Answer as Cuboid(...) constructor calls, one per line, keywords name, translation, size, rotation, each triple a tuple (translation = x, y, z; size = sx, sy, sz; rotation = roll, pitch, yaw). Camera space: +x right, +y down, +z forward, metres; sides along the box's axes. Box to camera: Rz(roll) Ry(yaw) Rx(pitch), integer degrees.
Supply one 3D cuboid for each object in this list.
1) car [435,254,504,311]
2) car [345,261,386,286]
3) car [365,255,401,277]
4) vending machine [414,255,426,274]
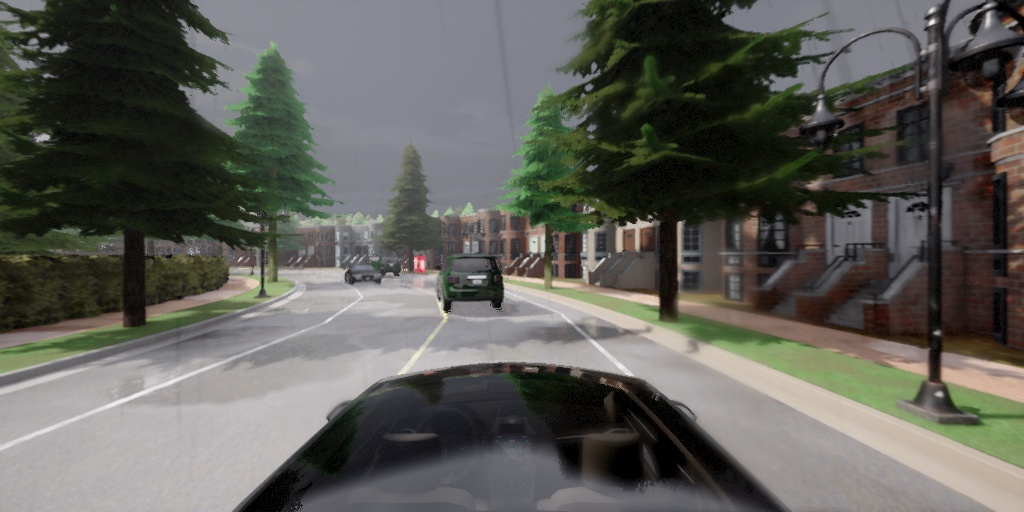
Cuboid(name="car", translation=(-1.859, 0.956, 14.627), size=(2.150, 2.045, 5.566), rotation=(0, 0, -15))
Cuboid(name="car", translation=(-10.648, 1.308, 25.559), size=(1.994, 1.385, 4.181), rotation=(0, 0, -32))
Cuboid(name="car", translation=(-12.741, 0.956, 34.684), size=(2.150, 2.045, 5.566), rotation=(0, 0, -41))
Cuboid(name="vending machine", translation=(-10.258, 0.914, 40.016), size=(1.100, 2.100, 0.880), rotation=(0, 0, -44))
